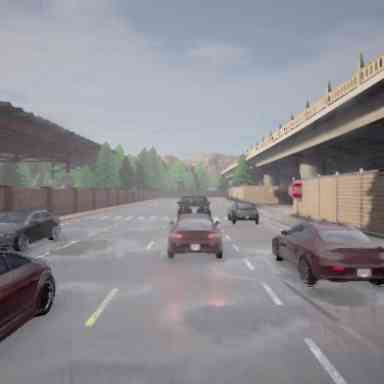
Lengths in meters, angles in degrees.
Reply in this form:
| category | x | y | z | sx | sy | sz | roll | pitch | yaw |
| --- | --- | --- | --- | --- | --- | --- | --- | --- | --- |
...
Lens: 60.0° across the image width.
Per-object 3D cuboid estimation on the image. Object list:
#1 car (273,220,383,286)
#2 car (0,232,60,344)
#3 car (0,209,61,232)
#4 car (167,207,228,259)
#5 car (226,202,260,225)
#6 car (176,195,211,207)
| category | x | y | z | sx | sy | sz | roll | pitch | yaw |
| --- | --- | --- | --- | --- | --- | --- | --- | --- | --- |
| car | 3.595 | 1.515 | 9.247 | 1.812 | 1.442 | 4.674 | 0 | 0 | 0 |
| car | -3.595 | 1.559 | 4.680 | 1.994 | 1.385 | 4.181 | 0 | 0 | 0 |
| car | -7.078 | 1.476 | 13.702 | 2.128 | 1.511 | 4.902 | 0 | 0 | 0 |
| car | 0.101 | 1.512 | 12.406 | 1.812 | 1.442 | 4.674 | 0 | 0 | 0 |
| car | 3.614 | 1.463 | 24.085 | 2.128 | 1.511 | 4.902 | 0 | 0 | 0 |
| car | 0.120 | 1.195 | 22.666 | 2.150 | 2.045 | 5.566 | 0 | 0 | -1 |
